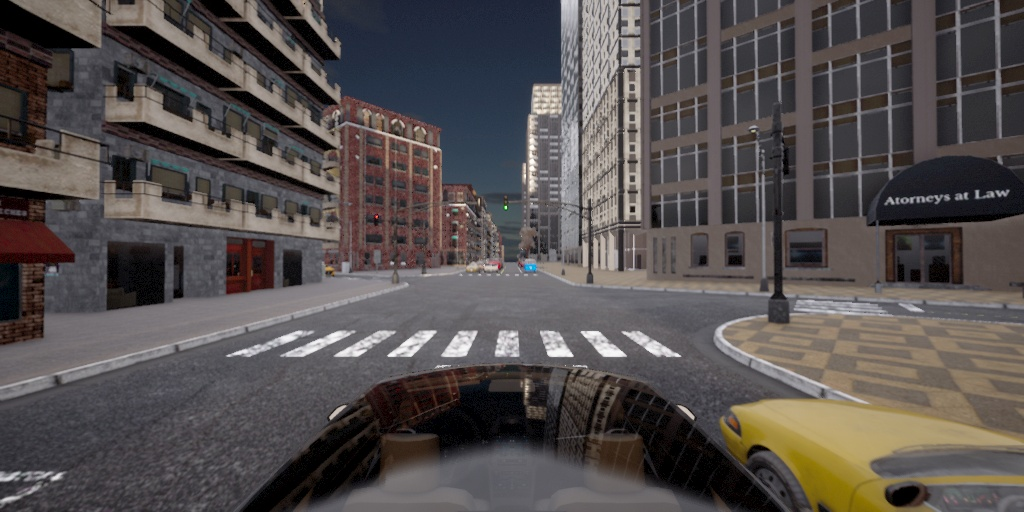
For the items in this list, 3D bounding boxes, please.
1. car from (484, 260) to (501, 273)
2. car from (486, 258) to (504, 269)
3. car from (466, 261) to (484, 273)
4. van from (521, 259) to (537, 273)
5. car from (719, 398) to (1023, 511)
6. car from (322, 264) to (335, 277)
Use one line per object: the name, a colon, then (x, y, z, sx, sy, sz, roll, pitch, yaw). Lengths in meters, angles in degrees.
car: (-2.899, 1.638, 49.957, 1.895, 1.301, 4.718, 0, 0, -2)
car: (-2.892, 1.327, 59.466, 2.150, 2.045, 5.566, 0, 0, 0)
car: (-5.365, 1.561, 49.668, 1.751, 1.417, 4.829, 0, 0, 0)
van: (2.515, 1.377, 49.846, 1.690, 1.789, 3.998, 0, 0, 0)
car: (2.567, 1.271, 1.024, 1.751, 1.417, 4.829, 0, 0, 0)
car: (-22.280, 1.625, 41.422, 5.008, 1.535, 1.882, -1, -1, 41)
